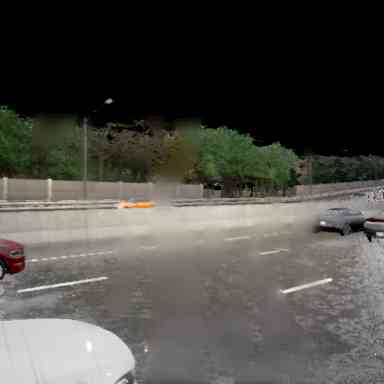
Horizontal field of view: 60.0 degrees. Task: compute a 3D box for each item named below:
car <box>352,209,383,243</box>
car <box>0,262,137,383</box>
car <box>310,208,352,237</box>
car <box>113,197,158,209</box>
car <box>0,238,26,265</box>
[{"bbox_3d":[9.574,1.501,14.831,4.902,1.511,2.128,0,0,-35],"label":"car"},{"bbox_3d":[-2.593,1.524,2.019,4.674,1.442,1.812,0,0,-35],"label":"car"},{"bbox_3d":[8.376,1.573,18.271,4.181,1.385,1.994,0,0,-35],"label":"car"},{"bbox_3d":[-5.825,1.358,34.161,4.553,1.767,2.097,0,0,-35],"label":"car"},{"bbox_3d":[-6.595,1.475,7.638,5.008,1.535,1.882,0,0,-36],"label":"car"}]
